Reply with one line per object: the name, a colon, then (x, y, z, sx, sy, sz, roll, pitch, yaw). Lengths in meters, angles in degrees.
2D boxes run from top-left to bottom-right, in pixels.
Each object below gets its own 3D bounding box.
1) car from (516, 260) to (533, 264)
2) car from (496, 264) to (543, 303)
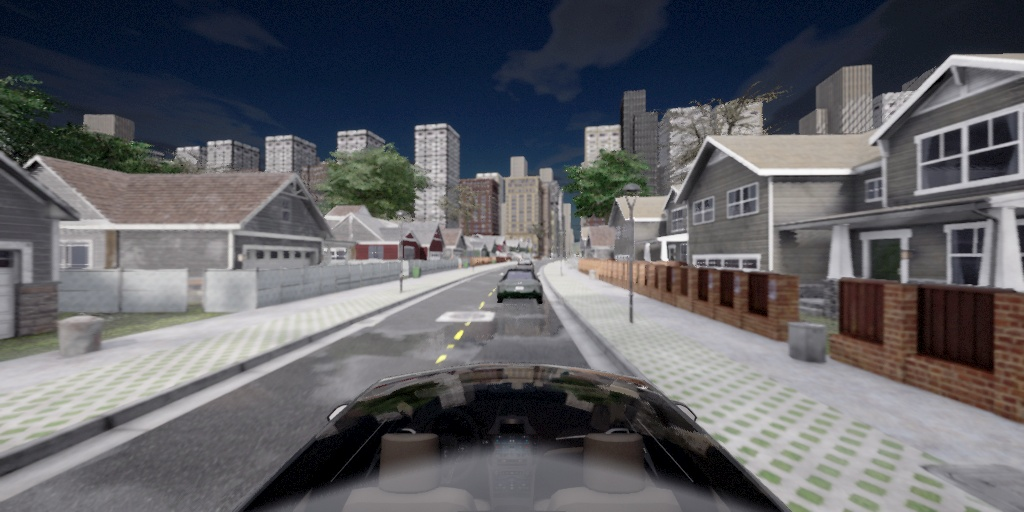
car: (1.263, 1.102, 34.607, 2.128, 1.511, 4.902, 0, 0, 4)
car: (0.368, 1.248, 16.379, 1.994, 1.385, 4.181, 0, 0, 2)
